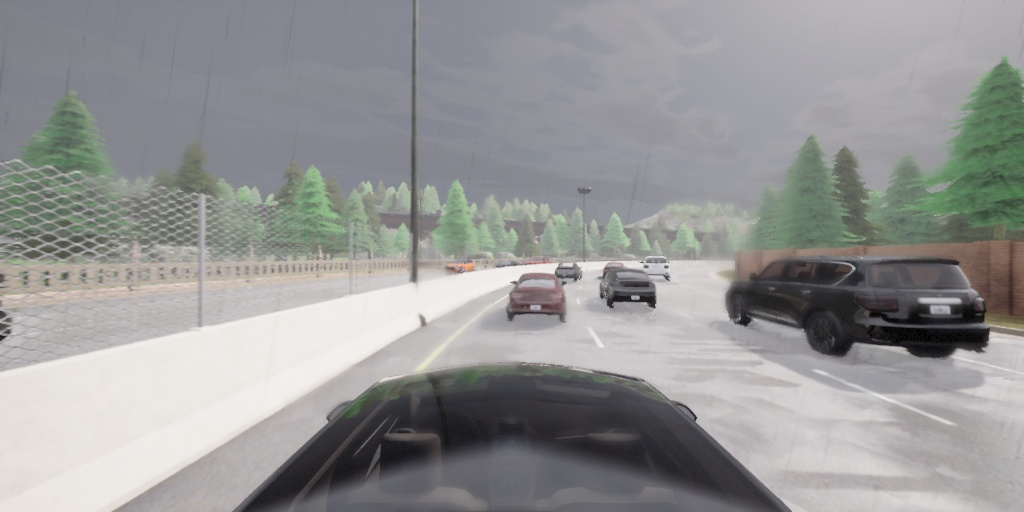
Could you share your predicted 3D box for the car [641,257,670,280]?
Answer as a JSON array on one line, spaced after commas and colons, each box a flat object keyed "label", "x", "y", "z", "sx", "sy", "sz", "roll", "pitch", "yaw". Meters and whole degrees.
[{"label": "car", "x": 13.022, "y": 1.072, "z": 32.527, "sx": 2.150, "sy": 2.045, "sz": 5.566, "roll": 0, "pitch": 0, "yaw": 21}]

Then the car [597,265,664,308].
[{"label": "car", "x": 4.900, "y": 1.295, "z": 15.583, "sx": 1.837, "sy": 1.490, "sz": 4.892, "roll": 0, "pitch": 0, "yaw": 9}]

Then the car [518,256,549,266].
[{"label": "car", "x": 3.051, "y": 1.043, "z": 45.144, "sx": 2.150, "sy": 2.045, "sz": 5.566, "roll": 0, "pitch": 0, "yaw": 26}]

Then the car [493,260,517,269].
[{"label": "car", "x": -0.677, "y": 1.280, "z": 45.354, "sx": 1.882, "sy": 1.535, "sz": 5.008, "roll": 0, "pitch": 0, "yaw": 25}]

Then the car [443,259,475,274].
[{"label": "car", "x": -6.079, "y": 1.123, "z": 41.580, "sx": 2.097, "sy": 1.767, "sz": 4.553, "roll": 0, "pitch": 0, "yaw": 22}]

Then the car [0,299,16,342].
[{"label": "car", "x": -10.388, "y": 1.196, "z": 4.642, "sx": 2.128, "sy": 1.511, "sz": 4.902, "roll": 0, "pitch": 0, "yaw": 2}]

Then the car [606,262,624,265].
[{"label": "car", "x": 9.543, "y": 1.313, "z": 33.089, "sx": 1.882, "sy": 1.535, "sz": 5.008, "roll": 0, "pitch": 0, "yaw": 20}]

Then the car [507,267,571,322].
[{"label": "car", "x": 0.914, "y": 1.294, "z": 12.416, "sx": 1.812, "sy": 1.442, "sz": 4.674, "roll": 0, "pitch": 0, "yaw": 6}]

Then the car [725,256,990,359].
[{"label": "car", "x": 7.517, "y": 1.016, "z": 8.761, "sx": 2.150, "sy": 2.045, "sz": 5.566, "roll": 0, "pitch": 0, "yaw": 5}]

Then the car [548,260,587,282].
[{"label": "car", "x": 4.758, "y": 1.300, "z": 29.947, "sx": 2.128, "sy": 1.511, "sz": 4.902, "roll": 0, "pitch": 0, "yaw": 17}]
